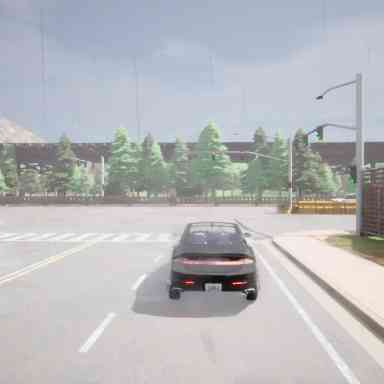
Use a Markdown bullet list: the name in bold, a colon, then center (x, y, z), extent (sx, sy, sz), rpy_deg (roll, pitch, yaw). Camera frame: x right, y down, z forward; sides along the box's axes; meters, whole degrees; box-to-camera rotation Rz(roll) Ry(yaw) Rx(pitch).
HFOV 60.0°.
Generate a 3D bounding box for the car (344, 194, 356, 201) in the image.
- **car**: center (19.831, 1.222, 41.332), extent (5.566, 2.045, 2.150), rpy_deg (0, 0, 2)

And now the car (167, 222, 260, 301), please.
- **car**: center (0.511, 1.492, 8.374), extent (2.128, 1.511, 4.902), rpy_deg (0, 0, 3)

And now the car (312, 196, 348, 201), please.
- **car**: center (14.550, 1.491, 37.950), extent (4.902, 1.511, 2.128), rpy_deg (0, 0, 1)
